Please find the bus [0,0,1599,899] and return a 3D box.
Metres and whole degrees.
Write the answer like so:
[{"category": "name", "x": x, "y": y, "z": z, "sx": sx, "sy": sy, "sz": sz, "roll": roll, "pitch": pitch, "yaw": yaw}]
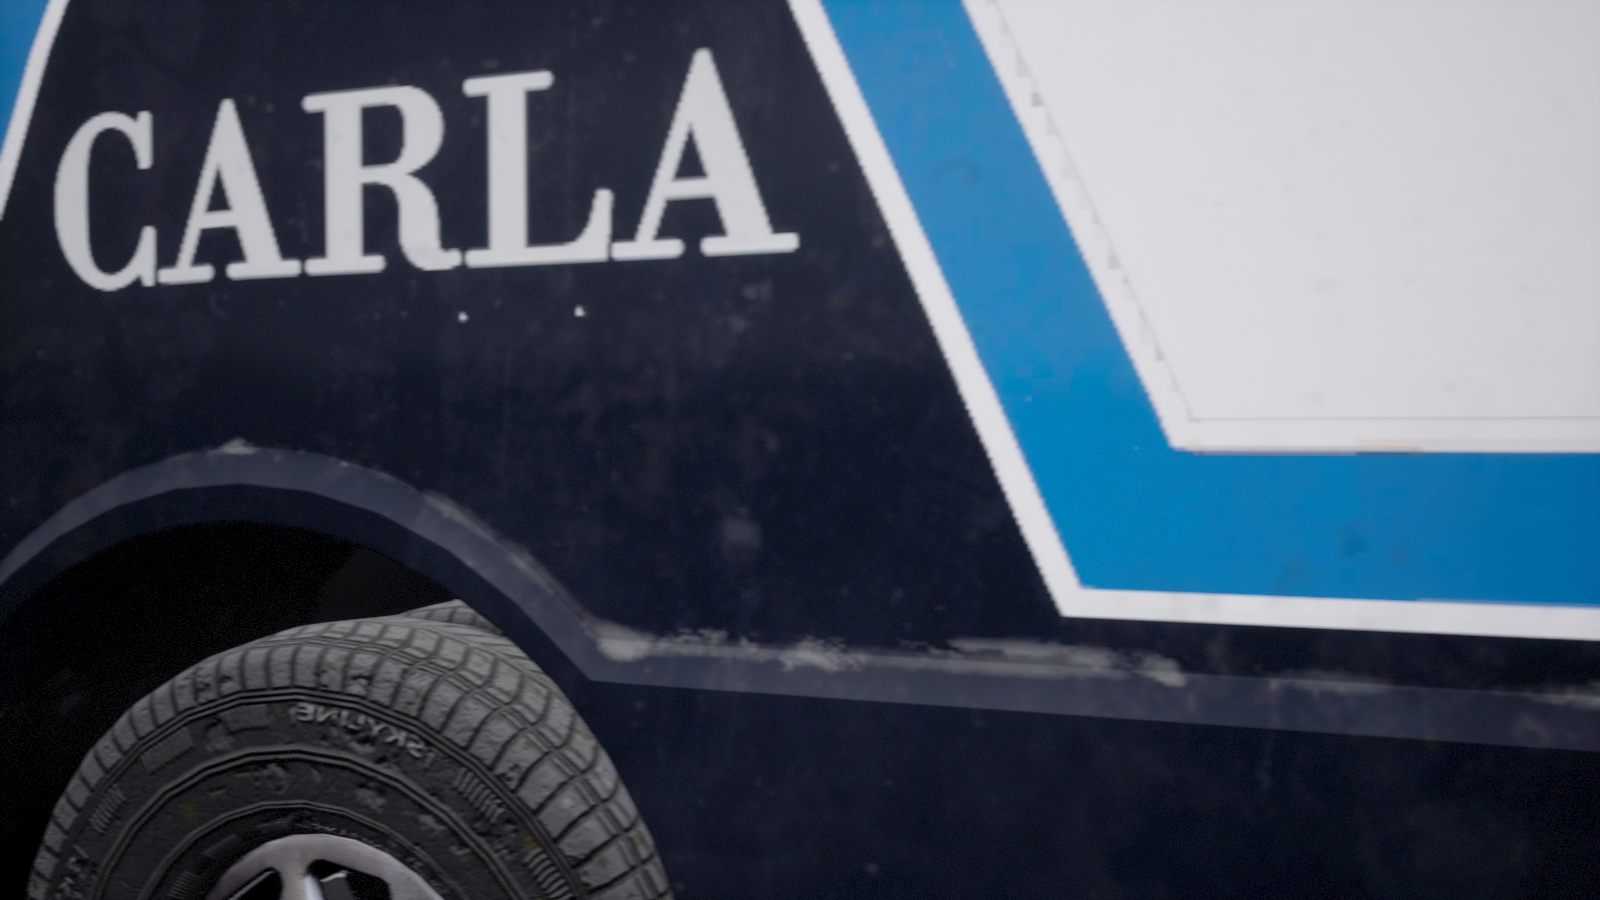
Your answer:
[{"category": "bus", "x": -2.777, "y": -0.641, "z": 4.102, "sx": 10.273, "sy": 4.253, "sz": 3.944, "roll": 1, "pitch": 1, "yaw": 19}]
